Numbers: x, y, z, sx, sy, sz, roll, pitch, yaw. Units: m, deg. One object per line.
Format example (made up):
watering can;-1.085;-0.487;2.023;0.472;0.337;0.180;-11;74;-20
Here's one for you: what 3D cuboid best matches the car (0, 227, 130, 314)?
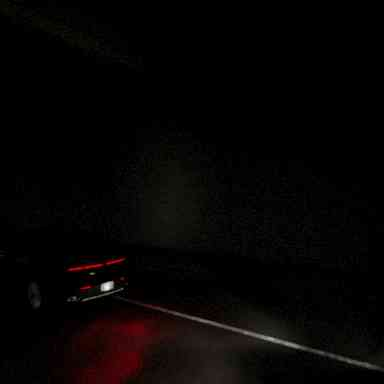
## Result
car;-3.581;1.608;7.926;4.892;1.490;1.837;-1;-1;37
